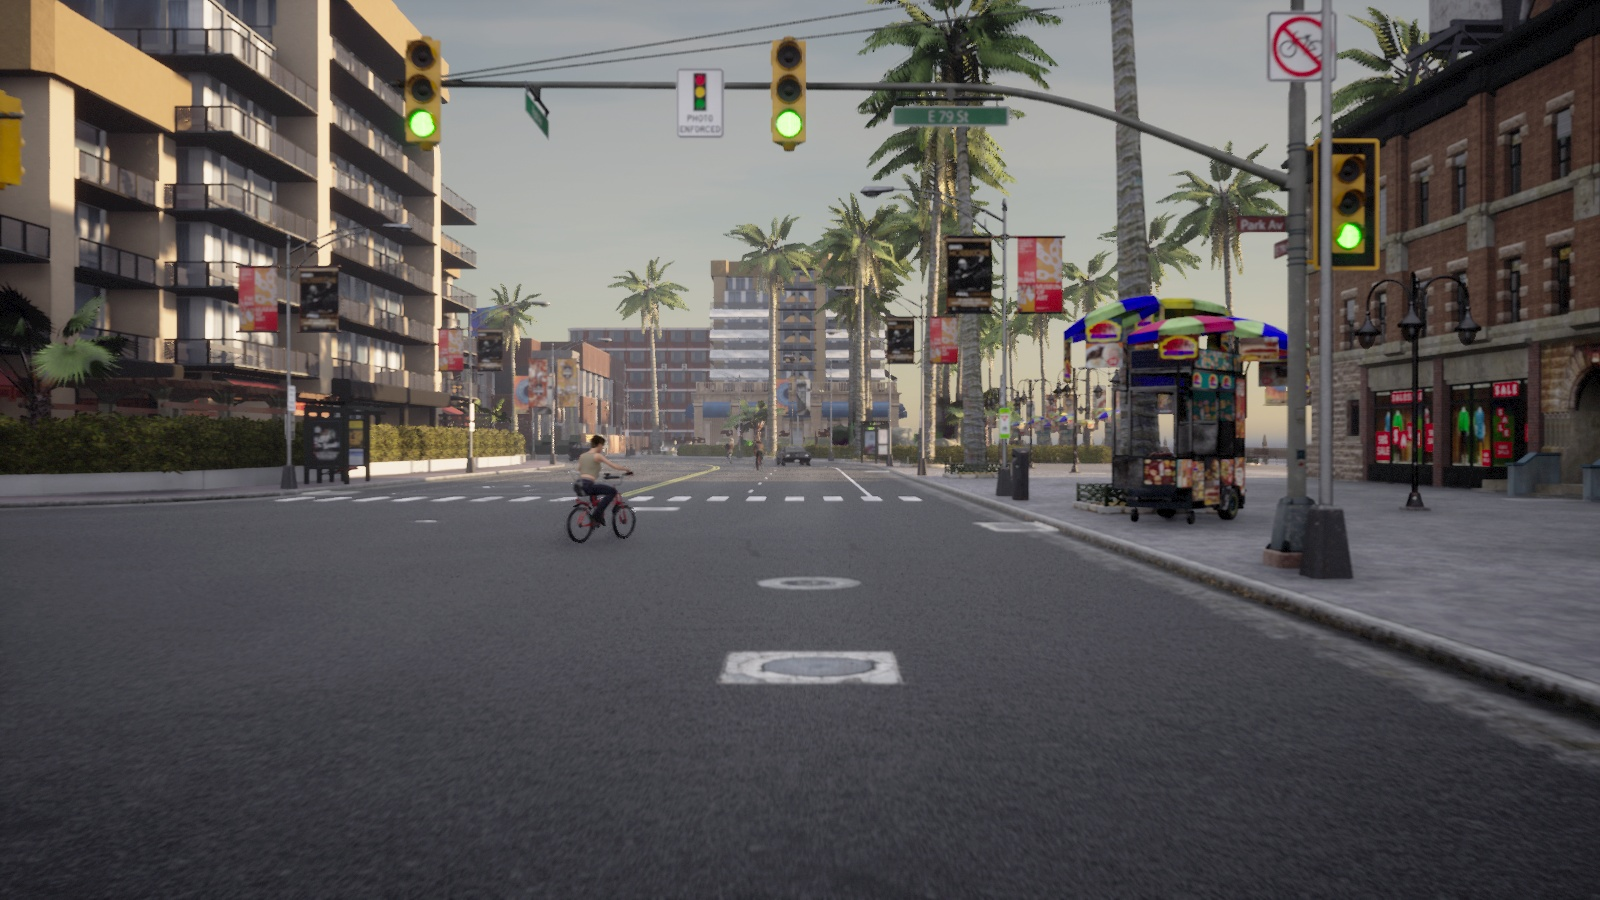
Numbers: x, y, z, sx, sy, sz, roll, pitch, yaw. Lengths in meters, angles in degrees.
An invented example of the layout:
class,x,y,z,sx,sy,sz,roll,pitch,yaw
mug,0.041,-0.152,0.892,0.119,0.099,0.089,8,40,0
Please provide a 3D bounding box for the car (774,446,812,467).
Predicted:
class,x,y,z,sx,sy,sz,roll,pitch,yaw
car,-0.500,0.384,82.051,1.895,1.301,4.718,0,0,-8

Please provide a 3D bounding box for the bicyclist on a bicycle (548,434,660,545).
class,x,y,z,sx,sy,sz,roll,pitch,yaw
bicyclist on a bicycle,-2.950,0.573,19.002,0.866,1.612,1.509,-1,0,34
